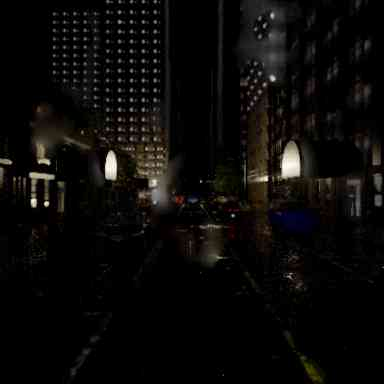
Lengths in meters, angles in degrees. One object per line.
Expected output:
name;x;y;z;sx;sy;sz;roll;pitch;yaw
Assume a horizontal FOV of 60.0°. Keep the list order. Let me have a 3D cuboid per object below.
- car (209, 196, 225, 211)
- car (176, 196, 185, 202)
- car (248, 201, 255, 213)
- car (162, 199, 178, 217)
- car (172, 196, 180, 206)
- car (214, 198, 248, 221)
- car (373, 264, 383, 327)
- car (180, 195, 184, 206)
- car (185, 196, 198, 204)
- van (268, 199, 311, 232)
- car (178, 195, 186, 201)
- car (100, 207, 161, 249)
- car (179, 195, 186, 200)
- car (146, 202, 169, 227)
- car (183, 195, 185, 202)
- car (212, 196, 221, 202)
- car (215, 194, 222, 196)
car;3.117;1.586;40.658;1.994;1.385;4.181;0;0;0
car;-2.537;1.617;75.132;1.802;1.307;4.206;0;0;0
car;5.760;1.550;36.617;1.752;1.417;4.829;0;0;0
car;-2.632;1.571;30.938;1.947;1.339;4.313;0;0;0
car;-2.620;1.449;36.463;1.967;1.590;4.097;0;0;0
car;3.103;1.520;27.393;1.837;1.490;4.892;0;0;1
car;3.902;1.233;2.830;2.150;2.045;5.566;0;0;0
car;-2.584;1.600;53.035;1.802;1.307;4.206;0;0;0
car;0.129;1.508;62.630;1.882;1.535;5.008;0;0;0
van;5.723;1.357;19.876;1.690;1.788;3.998;0;0;0
car;-2.514;1.485;86.180;1.967;1.590;4.097;0;0;0
car;-2.668;1.548;14.366;2.008;1.369;4.403;0;0;0
car;-2.560;1.615;91.703;1.947;1.339;4.313;0;0;0
car;-2.656;1.545;19.890;1.887;1.381;4.507;0;0;0
car;-2.549;1.471;69.608;1.967;1.590;4.097;0;0;0
car;5.855;1.600;80.642;1.887;1.381;4.507;0;0;0
car;5.820;1.568;64.239;1.752;1.417;4.829;0;0;0
